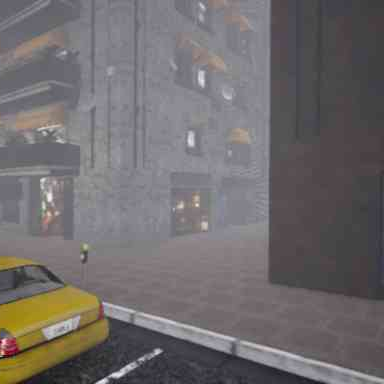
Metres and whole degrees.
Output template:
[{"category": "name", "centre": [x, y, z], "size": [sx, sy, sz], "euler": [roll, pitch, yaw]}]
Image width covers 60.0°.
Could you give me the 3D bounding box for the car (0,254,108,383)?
[{"category": "car", "centre": [-3.406, 1.587, 5.248], "size": [4.829, 1.417, 1.752], "euler": [-1, 1, 36]}]
